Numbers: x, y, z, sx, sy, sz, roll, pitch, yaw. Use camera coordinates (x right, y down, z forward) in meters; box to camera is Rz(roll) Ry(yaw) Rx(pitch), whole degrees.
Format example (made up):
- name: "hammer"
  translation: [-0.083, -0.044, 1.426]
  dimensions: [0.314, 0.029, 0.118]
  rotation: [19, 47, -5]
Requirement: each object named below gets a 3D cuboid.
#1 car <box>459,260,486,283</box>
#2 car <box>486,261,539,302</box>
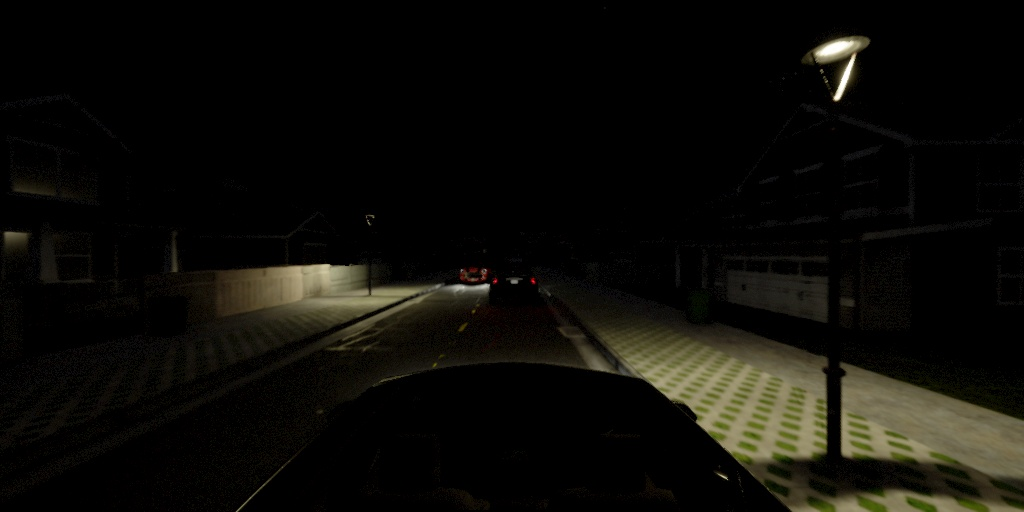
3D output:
- name: "car"
  translation: [-2.767, 1.089, 27.558]
  dimensions: [2.097, 1.767, 4.553]
  rotation: [0, 0, 0]
- name: "car"
  translation: [0.095, 1.093, 16.936]
  dimensions: [2.097, 1.767, 4.553]
  rotation: [0, 0, 0]
